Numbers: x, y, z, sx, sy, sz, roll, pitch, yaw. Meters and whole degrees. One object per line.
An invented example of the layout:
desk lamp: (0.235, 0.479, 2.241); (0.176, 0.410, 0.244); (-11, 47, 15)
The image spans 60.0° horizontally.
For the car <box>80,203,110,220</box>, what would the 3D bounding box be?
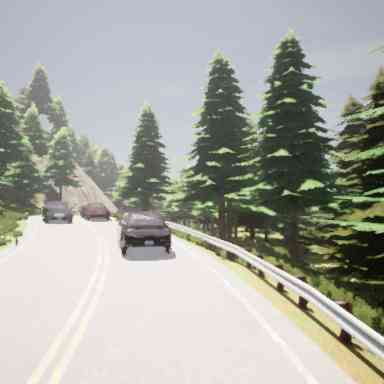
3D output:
car: (-8.370, 1.620, 28.599); (1.994, 1.385, 4.181); (2, -1, -26)

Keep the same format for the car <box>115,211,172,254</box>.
car: (-2.074, 1.540, 13.721); (2.128, 1.511, 4.902); (1, 0, -15)

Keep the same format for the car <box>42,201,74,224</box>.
car: (-9.903, 1.438, 24.445); (2.128, 1.511, 4.902); (2, -1, -26)
